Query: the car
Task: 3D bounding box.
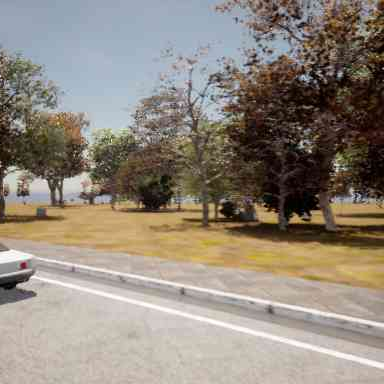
[{"bbox_3d":[-5.838,1.599,7.794,4.718,1.301,1.895,0,0,33],"label":"car"}]
